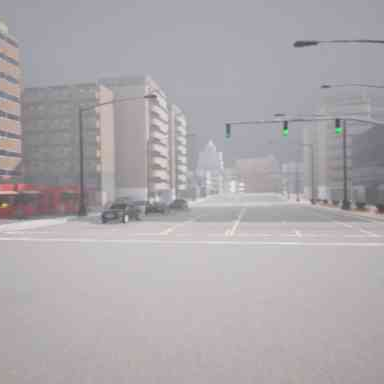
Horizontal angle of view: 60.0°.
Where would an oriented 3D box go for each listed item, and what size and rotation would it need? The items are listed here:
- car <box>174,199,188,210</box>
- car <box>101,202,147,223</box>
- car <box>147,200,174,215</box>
[{"bbox_3d":[-1.799,1.677,45.898,1.882,1.535,5.008,-1,-1,11],"label":"car"},{"bbox_3d":[-5.445,1.577,26.144,1.837,1.490,4.892,-1,0,11],"label":"car"},{"bbox_3d":[-3.650,1.686,35.981,1.994,1.385,4.181,-1,-1,10],"label":"car"}]
